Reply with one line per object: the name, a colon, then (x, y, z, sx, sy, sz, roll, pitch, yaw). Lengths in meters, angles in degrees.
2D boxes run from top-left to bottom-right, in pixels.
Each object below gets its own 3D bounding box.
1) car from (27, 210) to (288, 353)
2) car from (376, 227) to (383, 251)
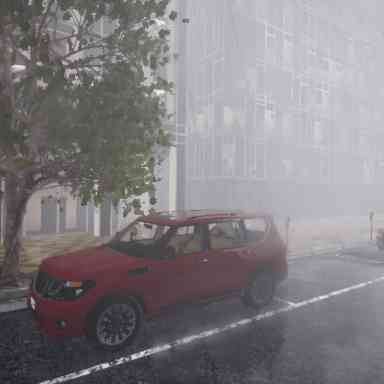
car: (-0.291, 1.316, 6.344, 5.009, 1.841, 2.192, 0, 1, -36)
car: (8.905, 1.547, 12.935, 4.507, 1.381, 1.887, 0, 1, -36)
